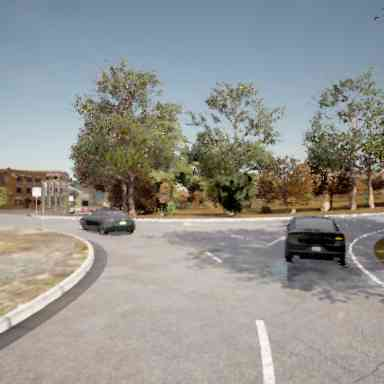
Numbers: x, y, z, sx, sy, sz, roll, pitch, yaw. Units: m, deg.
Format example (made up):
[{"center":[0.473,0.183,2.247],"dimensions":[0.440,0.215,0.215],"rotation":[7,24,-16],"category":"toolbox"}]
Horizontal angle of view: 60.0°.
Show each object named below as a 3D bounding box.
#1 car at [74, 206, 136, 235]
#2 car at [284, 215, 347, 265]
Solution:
[{"center":[-5.155,1.706,20.053],"dimensions":[1.994,1.385,4.181],"rotation":[1,-1,-41],"category":"car"},{"center":[4.542,1.618,12.543],"dimensions":[1.882,1.535,5.008],"rotation":[0,-1,17],"category":"car"}]
